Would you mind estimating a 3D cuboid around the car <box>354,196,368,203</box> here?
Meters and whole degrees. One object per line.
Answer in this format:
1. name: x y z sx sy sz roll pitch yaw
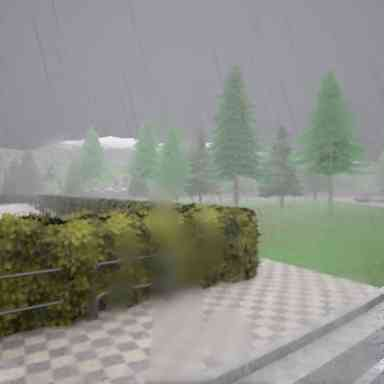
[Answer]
1. car: 35.311 1.559 69.596 1.994 1.385 4.181 0 0 13
